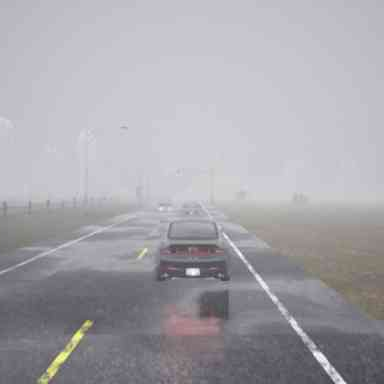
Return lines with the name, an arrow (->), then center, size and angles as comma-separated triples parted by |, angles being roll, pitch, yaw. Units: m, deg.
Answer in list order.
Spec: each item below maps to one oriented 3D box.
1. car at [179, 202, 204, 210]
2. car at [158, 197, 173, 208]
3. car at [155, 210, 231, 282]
car -> -0.013, 1.512, 25.733 | 2.033, 1.411, 5.357 | 0, 0, 0
car -> -3.715, 1.469, 47.803 | 2.033, 1.411, 5.357 | 0, 0, 0
car -> 0.031, 1.494, 9.739 | 1.837, 1.490, 4.892 | 0, 0, 0
